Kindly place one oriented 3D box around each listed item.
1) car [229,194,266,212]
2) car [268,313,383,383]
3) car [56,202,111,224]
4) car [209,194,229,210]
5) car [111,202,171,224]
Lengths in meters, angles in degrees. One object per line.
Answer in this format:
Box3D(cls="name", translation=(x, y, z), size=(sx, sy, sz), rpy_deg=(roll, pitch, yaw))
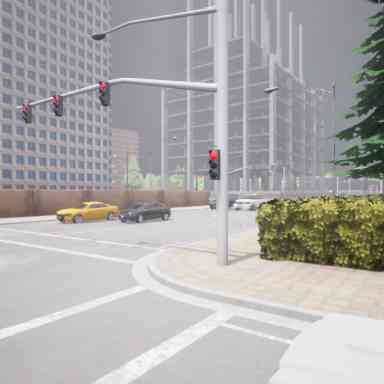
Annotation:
Box3D(cls="car", translation=(7.219, 1.278, 40.965), size=(2.150, 2.045, 5.566), rpy_deg=(0, 0, 36))
Box3D(cls="car", translation=(2.828, 1.601, 1.951), size=(4.718, 1.301, 1.895), rpy_deg=(0, 0, 36))
Box3D(cls="car", translation=(-7.995, 1.533, 25.740), size=(1.882, 1.535, 5.008), rpy_deg=(0, 0, 35))
Box3D(cls="car", translation=(4.373, 1.279, 43.003), size=(2.150, 2.045, 5.566), rpy_deg=(0, 0, 36))
Box3D(cls="car", translation=(-3.605, 1.560, 25.871), size=(1.837, 1.490, 4.892), rpy_deg=(0, 0, 35))
